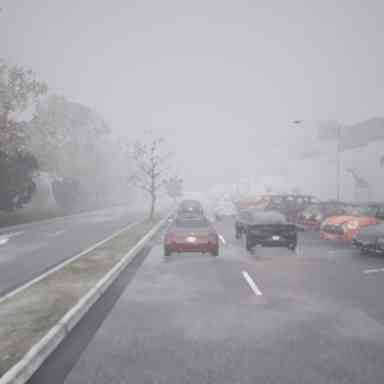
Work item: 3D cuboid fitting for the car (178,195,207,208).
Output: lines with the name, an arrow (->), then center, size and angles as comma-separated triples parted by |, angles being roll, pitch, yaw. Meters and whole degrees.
car -> -0.102, 1.381, 27.862 | 2.097, 1.767, 4.553 | 0, 0, 0

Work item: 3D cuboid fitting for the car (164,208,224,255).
car -> -0.017, 1.560, 13.203 | 1.994, 1.385, 4.181 | 0, 0, 0

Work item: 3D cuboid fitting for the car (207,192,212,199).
car -> 7.529, 1.497, 92.963 | 4.792, 1.488, 2.163 | 1, 1, -20

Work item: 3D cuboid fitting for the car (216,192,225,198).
car -> 7.771, 1.430, 59.961 | 5.566, 2.045, 2.435 | 1, 0, -20

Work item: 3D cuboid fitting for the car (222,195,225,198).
car -> 7.779, 1.713, 53.936 | 4.674, 1.452, 2.002 | 1, 0, -20

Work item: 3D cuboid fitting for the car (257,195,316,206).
car -> 7.974, 1.249, 23.949 | 5.566, 2.045, 2.435 | 1, -1, -20

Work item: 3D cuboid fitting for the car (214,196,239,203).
car -> 7.829, 1.622, 75.036 | 5.366, 1.575, 1.946 | 1, 0, -20

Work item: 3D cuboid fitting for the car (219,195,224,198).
car -> 7.785, 1.707, 56.961 | 4.792, 1.488, 2.163 | 1, 0, -20

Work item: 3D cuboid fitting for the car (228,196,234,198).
car -> 7.821, 1.622, 44.937 | 5.008, 1.535, 2.097 | 1, -1, -20

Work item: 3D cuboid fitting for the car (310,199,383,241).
car -> 8.031, 1.357, 14.936 | 4.553, 1.767, 2.185 | 1, 0, -20

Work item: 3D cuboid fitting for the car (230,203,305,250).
car -> 2.986, 1.473, 14.274 | 1.882, 1.535, 5.008 | 0, 0, 0

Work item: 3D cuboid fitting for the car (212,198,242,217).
car -> 2.900, 1.559, 28.749 | 1.812, 1.442, 4.674 | 0, 0, 0

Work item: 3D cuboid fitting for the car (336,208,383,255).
car -> 8.022, 1.483, 11.926 | 4.892, 1.521, 2.231 | 1, 0, -20

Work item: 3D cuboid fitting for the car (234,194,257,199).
car -> 7.858, 1.307, 35.918 | 5.566, 2.045, 2.435 | 1, 0, -20

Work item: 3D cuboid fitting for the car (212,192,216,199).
car -> 7.669, 1.412, 68.941 | 5.566, 2.045, 2.435 | 1, 1, -20

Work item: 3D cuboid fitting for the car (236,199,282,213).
car -> 7.836, 1.607, 38.920 | 4.792, 1.488, 2.163 | 1, 0, -20

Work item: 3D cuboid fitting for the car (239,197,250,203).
car -> 7.722, 1.534, 32.864 | 5.366, 1.575, 1.946 | 1, 0, -20

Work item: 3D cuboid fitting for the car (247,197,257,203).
car -> 8.086, 1.524, 30.000 | 5.366, 1.575, 1.946 | 1, -1, -20

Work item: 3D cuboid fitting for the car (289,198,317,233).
car -> 7.952, 1.359, 17.922 | 4.553, 1.767, 2.185 | 1, 0, -20

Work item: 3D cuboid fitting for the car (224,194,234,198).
car -> 7.826, 1.532, 50.948 | 4.553, 1.767, 2.185 | 1, 0, -20
